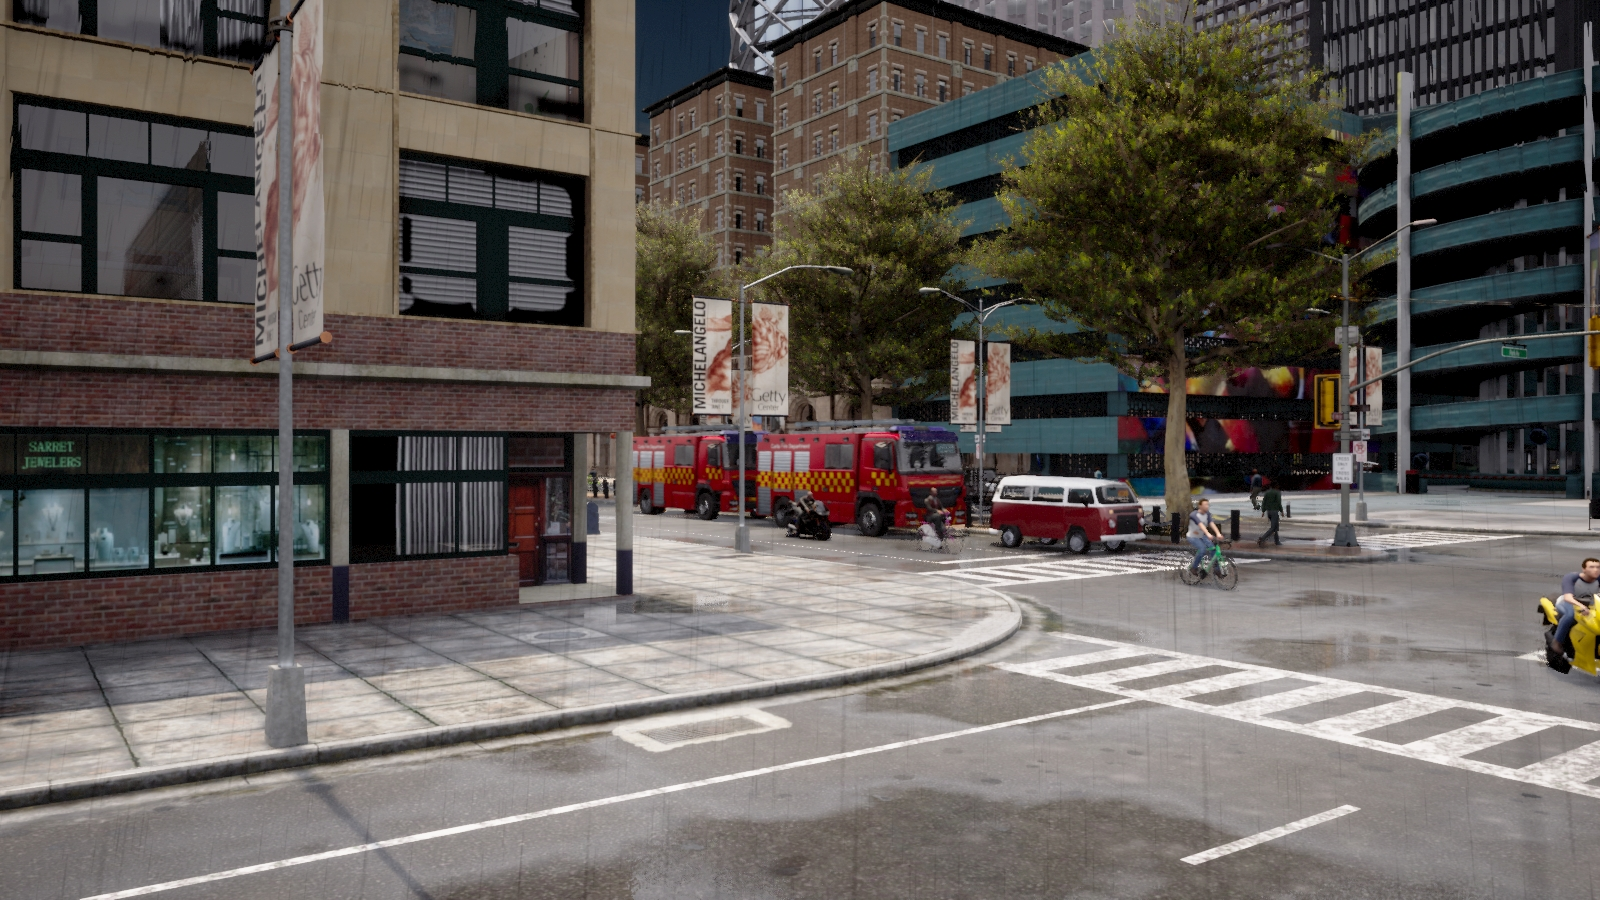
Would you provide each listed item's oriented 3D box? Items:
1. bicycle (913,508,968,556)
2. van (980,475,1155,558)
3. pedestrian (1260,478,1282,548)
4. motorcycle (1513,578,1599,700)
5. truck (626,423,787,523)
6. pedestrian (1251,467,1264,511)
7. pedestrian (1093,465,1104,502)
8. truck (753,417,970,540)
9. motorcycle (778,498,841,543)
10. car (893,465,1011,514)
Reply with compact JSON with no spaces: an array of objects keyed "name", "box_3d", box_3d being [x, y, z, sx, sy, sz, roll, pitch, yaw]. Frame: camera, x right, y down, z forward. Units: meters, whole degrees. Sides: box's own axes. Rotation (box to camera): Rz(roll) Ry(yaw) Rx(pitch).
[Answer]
[{"name":"bicycle","box_3d":[3.771,2.202,30.820,0.329,1.171,1.835,0,0,-35]},{"name":"van","box_3d":[7.368,1.773,31.869,2.069,2.038,4.480,0,0,-36]},{"name":"pedestrian","box_3d":[12.772,1.693,30.984,0.375,1.860,0.375,0,0,-28]},{"name":"motorcycle","box_3d":[9.403,2.207,13.641,0.803,1.145,2.033,-1,-1,10]},{"name":"truck","box_3d":[-4.127,0.881,48.123,2.891,3.827,8.468,0,0,-35]},{"name":"pedestrian","box_3d":[19.668,1.679,49.147,0.375,1.860,0.375,0,0,-30]},{"name":"pedestrian","box_3d":[14.963,1.681,57.303,0.375,1.860,0.375,0,0,-24]},{"name":"truck","box_3d":[1.888,0.881,39.600,2.891,3.827,8.468,0,0,-35]},{"name":"motorcycle","box_3d":[0.274,2.197,35.828,0.867,1.251,2.209,0,0,-35]},{"name":"car","box_3d":[6.908,1.766,52.456,2.150,2.045,5.566,0,0,-36]}]
